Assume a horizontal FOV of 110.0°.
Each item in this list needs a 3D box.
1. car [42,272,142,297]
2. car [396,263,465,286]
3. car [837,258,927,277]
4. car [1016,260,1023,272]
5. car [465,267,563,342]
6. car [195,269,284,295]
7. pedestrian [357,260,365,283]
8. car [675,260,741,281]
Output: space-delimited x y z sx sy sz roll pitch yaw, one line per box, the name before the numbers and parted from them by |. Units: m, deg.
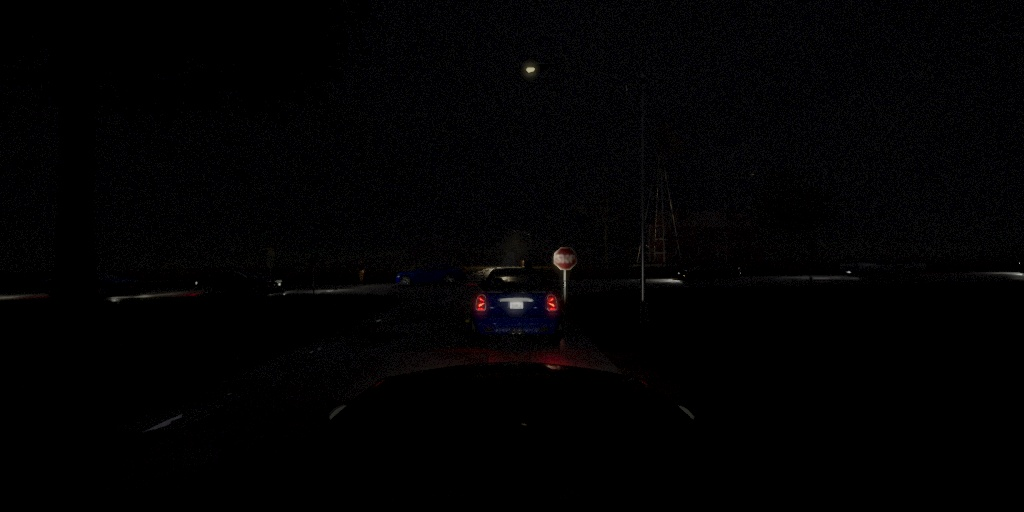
car | -26.759 1.746 22.932 5.008 1.535 1.882 -1 1 1
car | -5.755 1.287 25.783 5.008 1.535 1.882 -1 0 0
car | 26.267 0.798 25.583 4.718 1.301 1.895 -1 1 0
car | 39.104 0.458 25.482 4.674 1.442 1.812 -1 1 0
car | 0.103 1.104 9.979 2.097 1.767 4.553 0 0 0
car | -17.288 1.586 22.878 4.902 1.511 2.128 -1 1 0
pedestrian | -12.145 1.215 28.819 0.375 1.860 0.375 0 2 0
car | 13.945 1.007 25.653 4.181 1.385 1.994 -1 1 0
